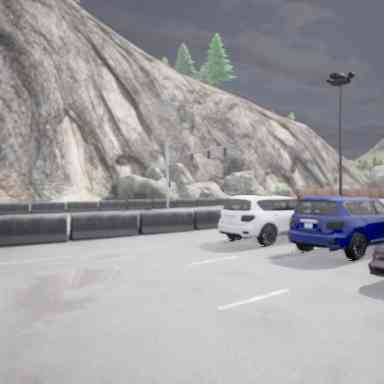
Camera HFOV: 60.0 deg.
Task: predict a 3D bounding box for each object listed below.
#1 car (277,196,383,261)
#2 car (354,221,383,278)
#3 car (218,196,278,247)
[{"bbox_3d":[5.934,1.175,12.344,5.566,2.045,2.150,0,0,-36],"label":"car"},{"bbox_3d":[6.665,1.511,8.578,5.357,1.411,2.033,0,0,-35],"label":"car"},{"bbox_3d":[3.731,1.177,15.075,5.566,2.045,2.150,0,0,-35],"label":"car"}]
